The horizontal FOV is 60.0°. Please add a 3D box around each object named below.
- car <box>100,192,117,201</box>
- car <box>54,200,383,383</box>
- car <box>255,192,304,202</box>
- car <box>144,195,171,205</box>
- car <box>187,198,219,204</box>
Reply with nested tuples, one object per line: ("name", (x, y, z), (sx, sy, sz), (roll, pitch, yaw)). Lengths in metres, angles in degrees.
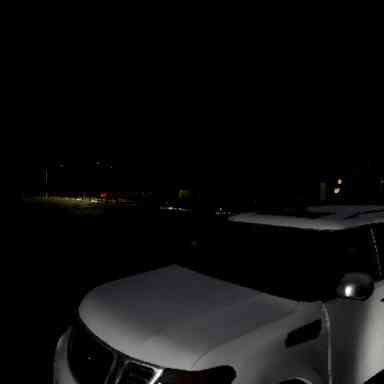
("car", (-15.967, 0.738, 63.660), (2.097, 1.767, 4.553), (1, 0, -34))
("car", (1.349, 1.222, 4.090), (5.566, 2.045, 2.150), (0, 0, -36))
("car", (7.475, 1.044, 26.616), (2.150, 2.045, 5.566), (1, 0, -36))
("car", (-4.546, 1.102, 43.067), (2.128, 1.511, 4.902), (1, 0, -36))
("car", (1.565, 1.320, 34.691), (1.895, 1.301, 4.718), (1, 0, -36))
